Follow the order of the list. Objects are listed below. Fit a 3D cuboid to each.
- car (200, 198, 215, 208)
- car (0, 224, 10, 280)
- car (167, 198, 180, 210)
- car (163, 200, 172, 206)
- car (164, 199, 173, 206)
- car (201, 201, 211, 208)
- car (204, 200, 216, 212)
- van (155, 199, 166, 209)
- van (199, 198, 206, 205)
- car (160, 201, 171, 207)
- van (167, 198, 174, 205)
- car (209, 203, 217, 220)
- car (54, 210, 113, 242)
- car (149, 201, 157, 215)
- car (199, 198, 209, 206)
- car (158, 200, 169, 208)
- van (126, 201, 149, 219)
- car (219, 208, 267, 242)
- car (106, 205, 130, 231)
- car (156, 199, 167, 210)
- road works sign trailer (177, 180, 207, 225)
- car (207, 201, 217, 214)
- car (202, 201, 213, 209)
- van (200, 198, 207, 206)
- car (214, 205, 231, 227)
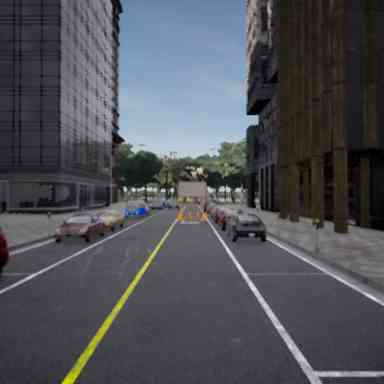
[{"bbox_3d":[2.785,1.989,50.225,2.192,1.841,5.009,0,-1,0],"label":"car"},{"bbox_3d":[-5.760,1.406,6.732,2.192,1.841,5.009,0,-1,0],"label":"car"},{"bbox_3d":[-3.036,2.270,56.885,1.837,1.490,4.892,0,-1,1],"label":"car"},{"bbox_3d":[-5.728,2.573,77.242,1.752,1.417,4.829,0,-1,0],"label":"car"},{"bbox_3d":[-5.726,2.566,82.849,1.967,1.590,4.097,0,-1,0],"label":"car"},{"bbox_3d":[2.792,2.443,66.533,1.887,1.381,4.507,0,-1,0],"label":"car"},{"bbox_3d":[2.783,2.128,44.955,1.752,1.417,4.829,0,-1,0],"label":"car"},{"bbox_3d":[-5.736,2.165,61.103,1.690,1.788,3.998,0,-1,0],"label":"van"},{"bbox_3d":[2.802,2.543,88.284,1.690,1.788,3.998,0,-1,0],"label":"van"},{"bbox_3d":[-5.731,2.540,71.974,1.947,1.339,4.313,0,-1,0],"label":"car"},{"bbox_3d":[-5.724,2.543,88.288,1.690,1.788,3.998,0,-1,0],"label":"van"},{"bbox_3d":[2.775,1.925,28.474,1.887,1.381,4.507,0,-1,0],"label":"car"},{"bbox_3d":[-5.755,1.817,17.603,1.802,1.307,4.206,0,-1,0],"label":"car"},{"bbox_3d":[-5.745,2.078,39.352,2.008,1.369,4.403,0,-1,0],"label":"car"},{"bbox_3d":[2.797,2.364,77.410,2.192,1.841,5.009,0,-1,0],"label":"car"},{"bbox_3d":[-5.733,2.421,66.368,1.752,1.417,4.829,0,-1,0],"label":"car"},{"bbox_3d":[-5.748,1.795,33.917,1.690,1.788,3.998,0,-1,0],"label":"van"},{"bbox_3d":[2.770,1.786,17.599,2.008,1.369,4.403,0,-1,0],"label":"car"},{"bbox_3d":[-5.752,1.831,22.871,1.752,1.417,4.829,0,-1,0],"label":"car"},{"bbox_3d":[-5.738,2.315,55.662,1.947,1.339,4.313,0,-1,0],"label":"car"},{"bbox_3d":[0.013,0.828,27.194,2.380,3.560,2.880,0,-1,0],"label":"road works sign trailer"},{"bbox_3d":[2.778,1.981,34.081,1.752,1.417,4.829,0,-1,0],"label":"car"},{"bbox_3d":[2.790,2.351,61.266,1.752,1.417,4.829,0,-1,0],"label":"car"},{"bbox_3d":[2.799,2.467,82.847,1.690,1.788,3.998,0,-1,0],"label":"van"},{"bbox_3d":[2.773,1.852,23.037,1.887,1.381,4.507,0,-1,0],"label":"car"}]
